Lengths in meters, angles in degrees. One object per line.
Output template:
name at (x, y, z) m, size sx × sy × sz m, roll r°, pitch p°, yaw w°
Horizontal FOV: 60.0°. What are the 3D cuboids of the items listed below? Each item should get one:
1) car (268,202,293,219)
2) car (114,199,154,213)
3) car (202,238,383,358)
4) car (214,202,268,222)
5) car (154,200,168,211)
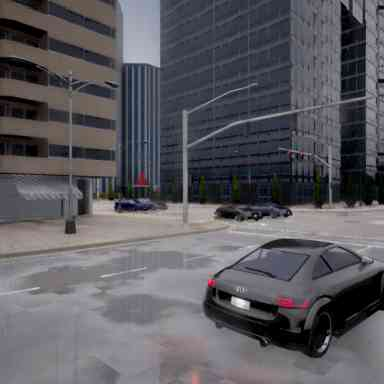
car at (6.716, 1.607, 29.419) m, size 4.181 × 1.385 × 1.994 m, roll -1°, pitch 0°, yaw 44°
car at (-6.957, 1.533, 37.933) m, size 5.008 × 1.535 × 1.882 m, roll 0°, pitch 0°, yaw 44°
car at (2.163, 1.564, 6.140) m, size 4.181 × 1.385 × 1.994 m, roll 0°, pitch 0°, yaw -43°
car at (3.630, 1.616, 26.549) m, size 1.994 × 1.385 × 4.181 m, roll 0°, pitch 0°, yaw -35°
car at (-4.803, 1.619, 40.722) m, size 4.181 × 1.385 × 1.994 m, roll 0°, pitch 0°, yaw 44°
